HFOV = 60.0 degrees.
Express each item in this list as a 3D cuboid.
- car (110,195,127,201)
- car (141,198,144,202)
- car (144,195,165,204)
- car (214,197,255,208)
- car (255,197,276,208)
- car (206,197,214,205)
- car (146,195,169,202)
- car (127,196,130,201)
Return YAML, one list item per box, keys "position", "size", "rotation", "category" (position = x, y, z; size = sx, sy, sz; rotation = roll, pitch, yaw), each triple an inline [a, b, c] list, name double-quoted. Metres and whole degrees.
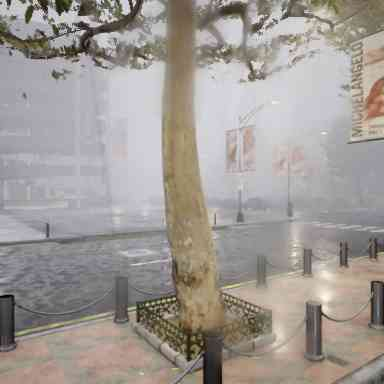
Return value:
- position: [-18.503, 1.427, 77.715]
  size: [5.008, 1.535, 1.882]
  rotation: [0, 0, 12]
  category: "car"
- position: [-8.972, 1.477, 73.850]
  size: [5.008, 1.535, 1.882]
  rotation: [0, 0, 30]
  category: "car"
- position: [-6.329, 1.504, 62.928]
  size: [4.892, 1.490, 1.837]
  rotation: [0, 0, 42]
  category: "car"
- position: [5.957, 1.547, 47.398]
  size: [2.033, 1.411, 5.357]
  rotation: [0, 0, -35]
  category: "car"
- position: [9.803, 1.504, 47.996]
  size: [1.837, 1.490, 4.892]
  rotation: [0, 0, -36]
  category: "car"
- position: [4.157, 1.547, 55.941]
  size: [2.033, 1.411, 5.357]
  rotation: [0, 0, -36]
  category: "car"
- position: [-7.947, 1.525, 77.261]
  size: [4.902, 1.511, 2.128]
  rotation: [0, 0, 26]
  category: "car"
- position: [-17.539, 1.440, 81.080]
  size: [4.892, 1.490, 1.837]
  rotation: [0, 0, 12]
  category: "car"
